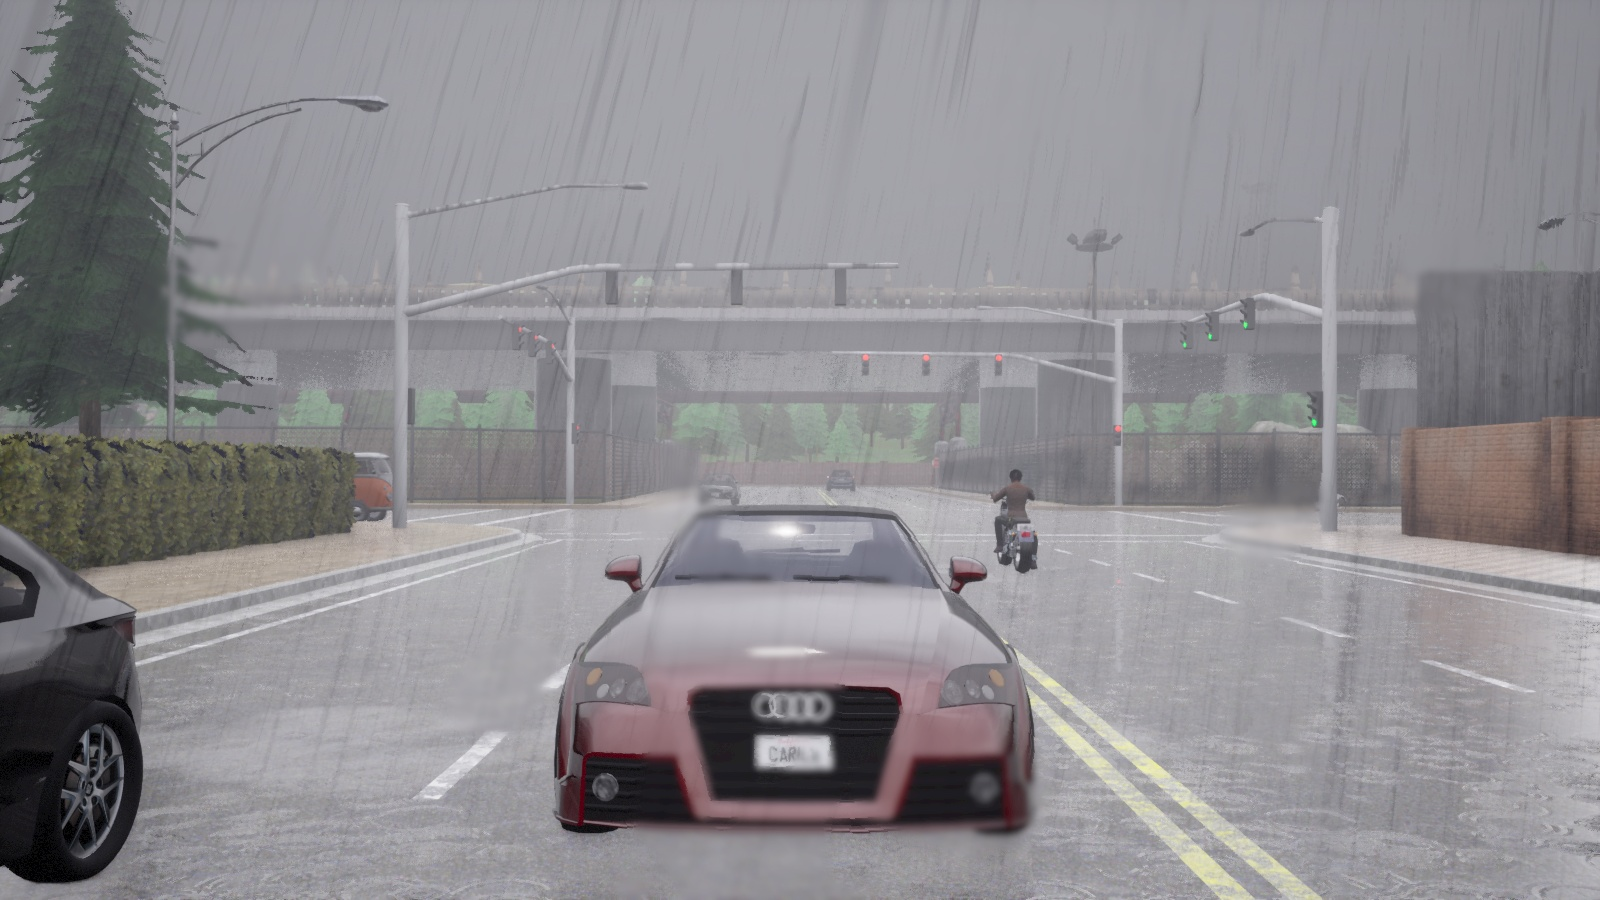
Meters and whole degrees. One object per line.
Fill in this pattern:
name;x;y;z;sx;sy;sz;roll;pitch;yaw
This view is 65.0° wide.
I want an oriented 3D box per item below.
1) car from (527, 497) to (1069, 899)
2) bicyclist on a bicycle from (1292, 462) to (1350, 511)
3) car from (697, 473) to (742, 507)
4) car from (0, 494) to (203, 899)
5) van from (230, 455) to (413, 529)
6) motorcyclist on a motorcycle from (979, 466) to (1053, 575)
car;-0.013;0.991;6.719;1.994;1.385;4.181;0;-1;0
bicyclist on a bicycle;18.956;1.319;45.688;1.843;1.776;0.659;0;-1;0
car;-3.643;1.805;57.467;1.816;1.474;4.193;0;-1;0
car;-3.509;0.899;3.374;1.816;1.474;4.193;0;-1;0
van;-13.331;1.156;35.175;4.442;1.987;1.775;0;-1;0
motorcyclist on a motorcycle;3.449;1.090;20.246;0.766;1.649;2.350;0;-1;0
